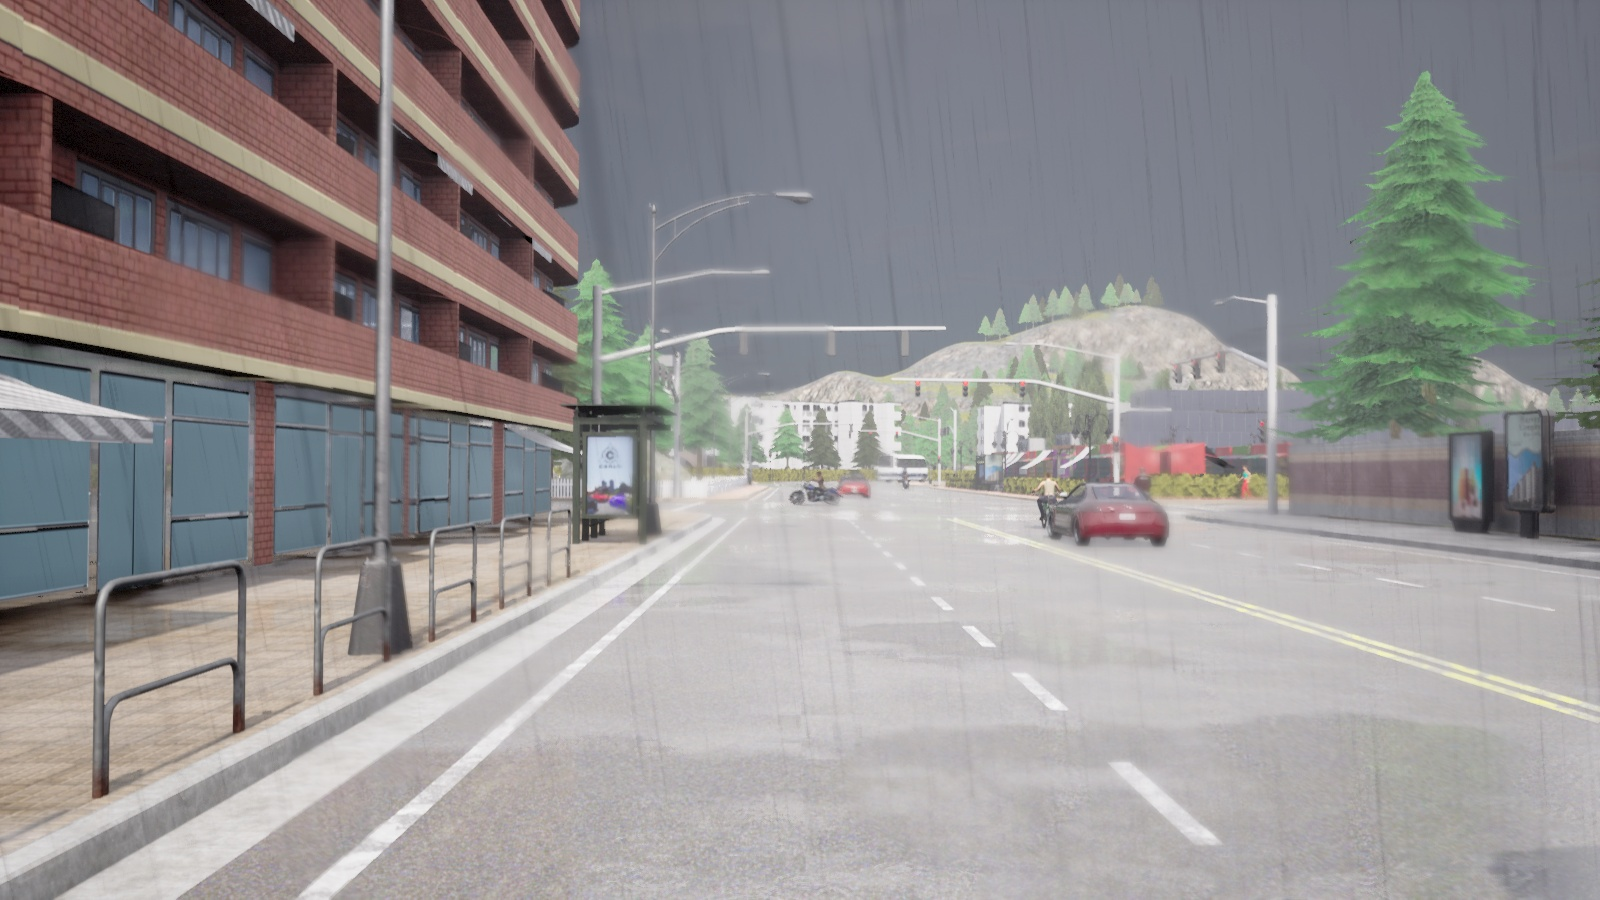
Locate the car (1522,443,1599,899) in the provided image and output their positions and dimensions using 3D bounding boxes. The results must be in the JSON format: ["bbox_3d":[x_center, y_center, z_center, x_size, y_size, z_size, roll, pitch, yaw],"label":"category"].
[{"bbox_3d":[3.494,0.764,1.855,2.033,1.649,4.856,0,-1,0],"label":"car"}]

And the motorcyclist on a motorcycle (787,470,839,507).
[{"bbox_3d":[0.603,1.752,57.570,2.350,1.649,0.766,0,-1,-1],"label":"motorcyclist on a motorcycle"}]

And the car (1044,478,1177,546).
[{"bbox_3d":[6.924,1.350,28.475,1.994,1.385,4.181,0,-1,0],"label":"car"}]

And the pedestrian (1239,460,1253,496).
[{"bbox_3d":[22.982,1.455,64.765,0.594,1.836,0.345,0,-1,2],"label":"pedestrian"}]

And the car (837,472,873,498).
[{"bbox_3d":[3.301,2.087,76.449,2.007,1.525,4.514,0,-1,0],"label":"car"}]

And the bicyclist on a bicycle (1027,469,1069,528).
[{"bbox_3d":[6.904,1.337,34.999,0.866,1.612,1.509,0,-1,0],"label":"bicyclist on a bicycle"}]
